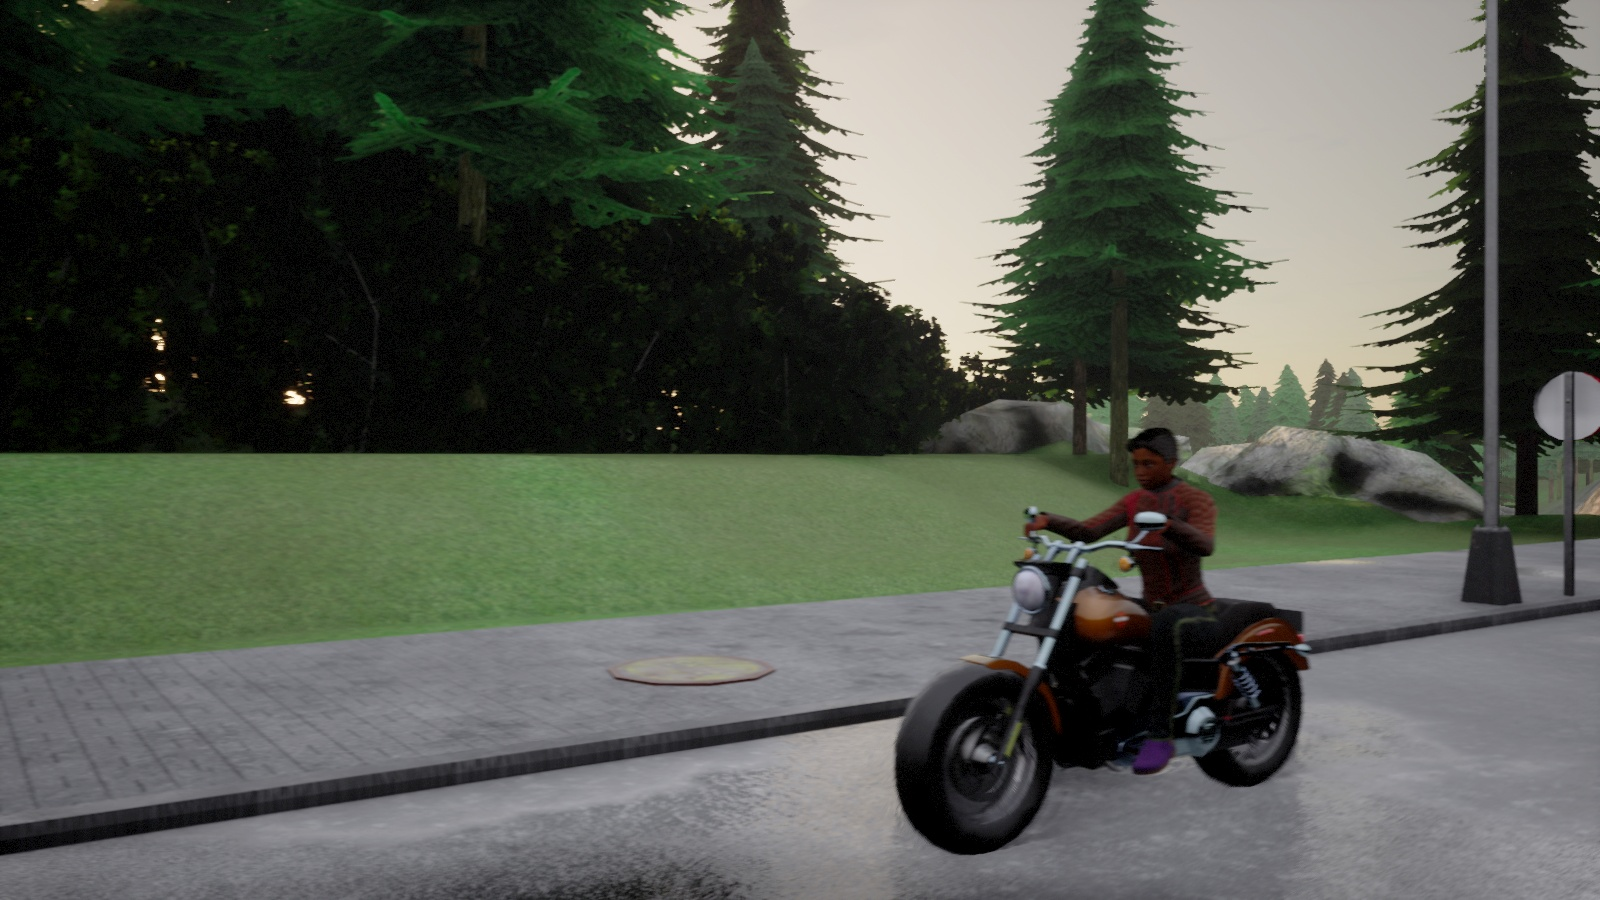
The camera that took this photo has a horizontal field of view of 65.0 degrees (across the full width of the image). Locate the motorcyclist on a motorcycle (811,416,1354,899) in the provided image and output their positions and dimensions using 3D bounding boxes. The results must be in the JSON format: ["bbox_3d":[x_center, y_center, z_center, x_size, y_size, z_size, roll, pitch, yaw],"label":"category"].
[{"bbox_3d":[1.230,0.705,5.124,2.350,1.649,0.766,0,0,-35],"label":"motorcyclist on a motorcycle"}]
